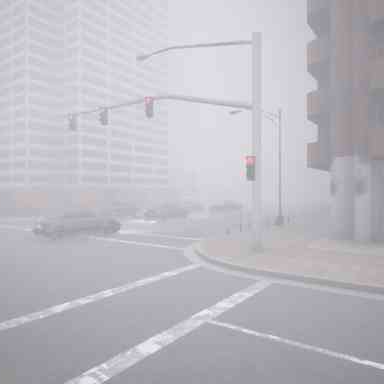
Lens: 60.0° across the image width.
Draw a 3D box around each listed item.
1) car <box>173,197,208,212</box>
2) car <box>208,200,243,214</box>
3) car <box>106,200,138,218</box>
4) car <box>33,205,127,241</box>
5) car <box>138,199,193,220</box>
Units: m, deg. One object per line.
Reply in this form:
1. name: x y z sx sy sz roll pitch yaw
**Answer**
1. car: -0.500 1.564 36.290 1.994 1.385 4.181 0 0 35
2. car: 3.761 1.601 36.259 1.895 1.301 4.718 0 0 35
3. car: -6.221 1.505 28.164 1.837 1.490 4.892 0 0 35
4. car: -5.780 1.564 16.998 1.994 1.385 4.181 0 0 44
5. car: -2.111 1.564 27.924 1.994 1.385 4.181 0 0 35
